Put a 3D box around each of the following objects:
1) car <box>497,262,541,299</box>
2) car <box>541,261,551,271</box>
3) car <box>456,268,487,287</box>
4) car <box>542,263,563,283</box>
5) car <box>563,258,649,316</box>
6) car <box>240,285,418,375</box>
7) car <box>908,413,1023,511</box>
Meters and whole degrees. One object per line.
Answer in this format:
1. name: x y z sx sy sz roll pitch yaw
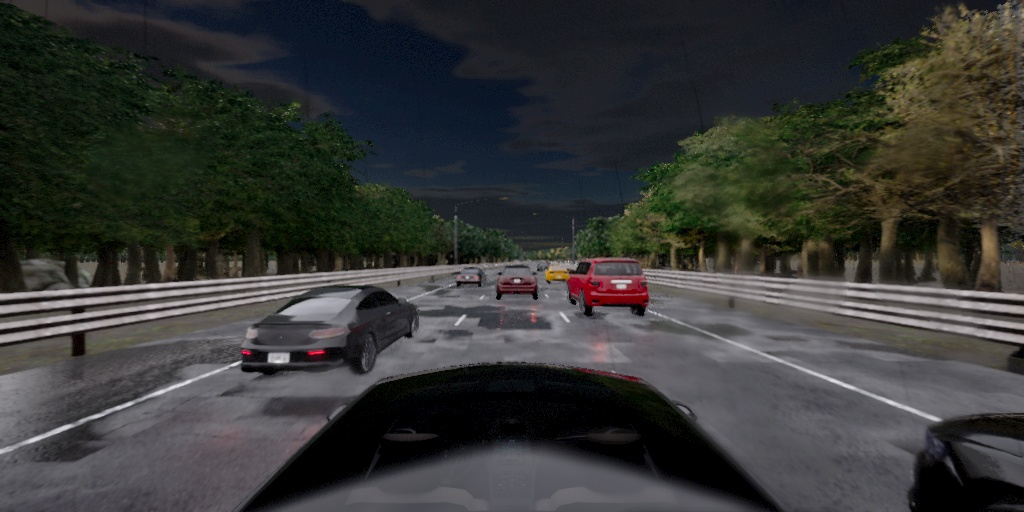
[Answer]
1. car: 0.291 1.314 19.952 2.097 1.767 4.553 0 -1 1
2. car: 5.386 1.961 62.063 2.097 1.767 4.553 0 -1 4
3. car: -3.046 1.611 27.593 2.033 1.411 5.357 0 -1 2
4. car: 4.001 1.615 32.296 1.882 1.535 5.008 0 -1 2
5. car: 3.592 1.116 14.317 2.150 2.045 5.566 0 -1 1
6. car: -3.371 1.336 7.508 1.812 1.442 4.674 0 -1 0
7. car: 3.506 1.229 0.276 2.128 1.511 4.902 0 -1 0
